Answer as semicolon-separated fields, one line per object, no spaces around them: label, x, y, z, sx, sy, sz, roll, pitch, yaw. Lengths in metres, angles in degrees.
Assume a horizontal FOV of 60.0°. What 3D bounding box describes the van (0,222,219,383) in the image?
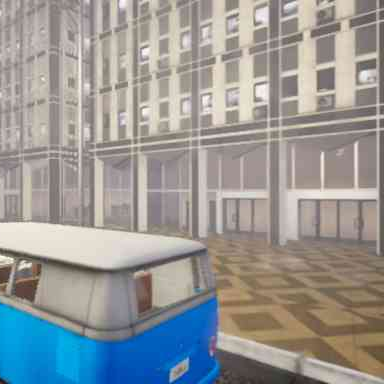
van;-1.619;1.336;4.030;3.998;1.788;1.690;0;0;35
